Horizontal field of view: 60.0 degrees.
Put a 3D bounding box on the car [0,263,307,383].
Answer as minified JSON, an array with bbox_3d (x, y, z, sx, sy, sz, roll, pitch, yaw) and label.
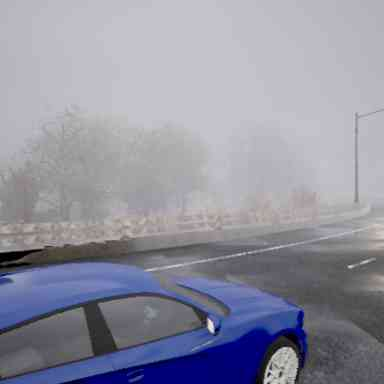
[{"bbox_3d":[-0.910,1.481,3.262,5.008,1.535,1.882,0,0,-36],"label":"car"}]
